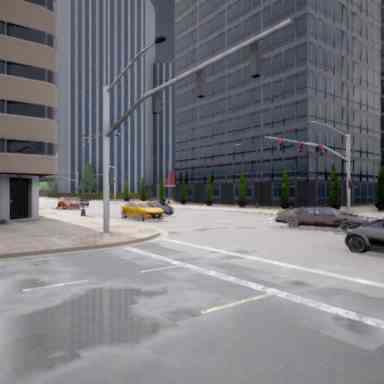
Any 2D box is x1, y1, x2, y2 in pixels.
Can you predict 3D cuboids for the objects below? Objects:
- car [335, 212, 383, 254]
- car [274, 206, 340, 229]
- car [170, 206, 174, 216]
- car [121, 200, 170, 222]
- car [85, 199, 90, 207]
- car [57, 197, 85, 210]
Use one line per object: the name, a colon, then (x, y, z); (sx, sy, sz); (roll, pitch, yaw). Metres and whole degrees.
car: (7.623, 1.591, 11.622); (1.994, 1.385, 4.181); (0, 0, -37)
car: (7.849, 1.551, 20.425); (5.357, 1.411, 2.033); (0, 0, 34)
car: (-3.613, 1.556, 32.626); (1.837, 1.490, 4.892); (0, 0, -37)
car: (-4.154, 1.530, 27.483); (1.882, 1.535, 5.008); (0, 1, -37)
car: (-17.172, 1.544, 50.941); (2.128, 1.511, 4.902); (0, 0, -36)
car: (-16.134, 1.404, 43.636); (2.097, 1.767, 4.553); (0, 0, -36)
